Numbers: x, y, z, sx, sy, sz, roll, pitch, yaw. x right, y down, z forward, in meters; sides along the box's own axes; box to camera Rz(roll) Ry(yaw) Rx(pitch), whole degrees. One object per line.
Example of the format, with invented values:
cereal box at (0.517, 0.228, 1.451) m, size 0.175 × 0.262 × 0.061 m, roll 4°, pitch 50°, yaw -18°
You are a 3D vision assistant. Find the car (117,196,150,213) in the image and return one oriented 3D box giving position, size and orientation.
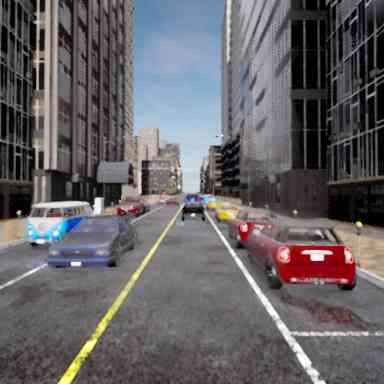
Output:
car at (-5.637, 1.305, 31.316) m, size 2.192 × 1.841 × 5.009 m, roll 1°, pitch 0°, yaw 0°

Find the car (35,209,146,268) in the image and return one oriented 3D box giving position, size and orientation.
car at (-3.099, 1.543, 11.564) m, size 2.033 × 1.411 × 5.357 m, roll 0°, pitch 0°, yaw 0°

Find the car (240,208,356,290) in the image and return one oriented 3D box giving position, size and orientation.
car at (2.706, 1.437, 9.121) m, size 1.967 × 1.590 × 4.097 m, roll 1°, pitch 0°, yaw 0°

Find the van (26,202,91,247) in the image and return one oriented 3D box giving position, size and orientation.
van at (-5.680, 1.336, 14.592) m, size 1.690 × 1.788 × 3.998 m, roll 1°, pitch 0°, yaw 0°

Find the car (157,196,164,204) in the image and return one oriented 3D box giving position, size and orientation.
car at (-5.637, 1.424, 64.768) m, size 1.967 × 1.590 × 4.097 m, roll 1°, pitch 0°, yaw 0°

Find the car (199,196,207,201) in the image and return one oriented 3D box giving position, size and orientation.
car at (2.709, 1.563, 81.627) m, size 1.802 × 1.307 × 4.206 m, roll 1°, pitch 0°, yaw 0°

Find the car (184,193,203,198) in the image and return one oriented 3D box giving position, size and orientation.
car at (0.096, 1.205, 45.588) m, size 2.150 × 2.045 × 5.566 m, roll 0°, pitch 0°, yaw 1°

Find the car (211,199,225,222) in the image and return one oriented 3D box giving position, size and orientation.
car at (2.706, 1.517, 26.023) m, size 1.752 × 1.417 × 4.829 m, roll 1°, pitch 0°, yaw 0°

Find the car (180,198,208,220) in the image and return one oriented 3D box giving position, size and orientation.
car at (0.102, 1.495, 27.803) m, size 1.837 × 1.490 × 4.892 m, roll 0°, pitch 0°, yaw 0°

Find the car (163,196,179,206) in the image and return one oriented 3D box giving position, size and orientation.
car at (-3.068, 1.549, 53.277) m, size 1.994 × 1.385 × 4.181 m, roll 0°, pitch 0°, yaw 0°

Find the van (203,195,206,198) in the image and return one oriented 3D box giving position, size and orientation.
van at (2.712, 1.327, 53.740) m, size 1.690 × 1.788 × 3.998 m, roll 1°, pitch 0°, yaw 0°

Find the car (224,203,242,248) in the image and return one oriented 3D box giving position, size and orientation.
car at (2.707, 1.435, 14.699) m, size 1.967 × 1.590 × 4.097 m, roll 1°, pitch 0°, yaw 0°

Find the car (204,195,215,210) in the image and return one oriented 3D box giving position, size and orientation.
car at (2.707, 1.513, 42.755) m, size 1.752 × 1.417 × 4.829 m, roll 1°, pitch 0°, yaw 0°
